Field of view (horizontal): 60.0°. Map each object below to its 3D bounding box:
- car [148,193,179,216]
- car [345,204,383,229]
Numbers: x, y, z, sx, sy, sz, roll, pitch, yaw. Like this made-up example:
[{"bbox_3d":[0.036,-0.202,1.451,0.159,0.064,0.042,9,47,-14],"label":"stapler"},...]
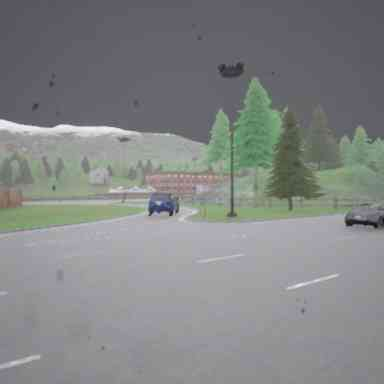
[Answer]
[{"bbox_3d":[-2.556,1.097,30.928,2.150,2.045,5.566,0,0,6],"label":"car"},{"bbox_3d":[11.204,1.402,20.336,4.181,1.385,1.994,-1,0,-36],"label":"car"}]
